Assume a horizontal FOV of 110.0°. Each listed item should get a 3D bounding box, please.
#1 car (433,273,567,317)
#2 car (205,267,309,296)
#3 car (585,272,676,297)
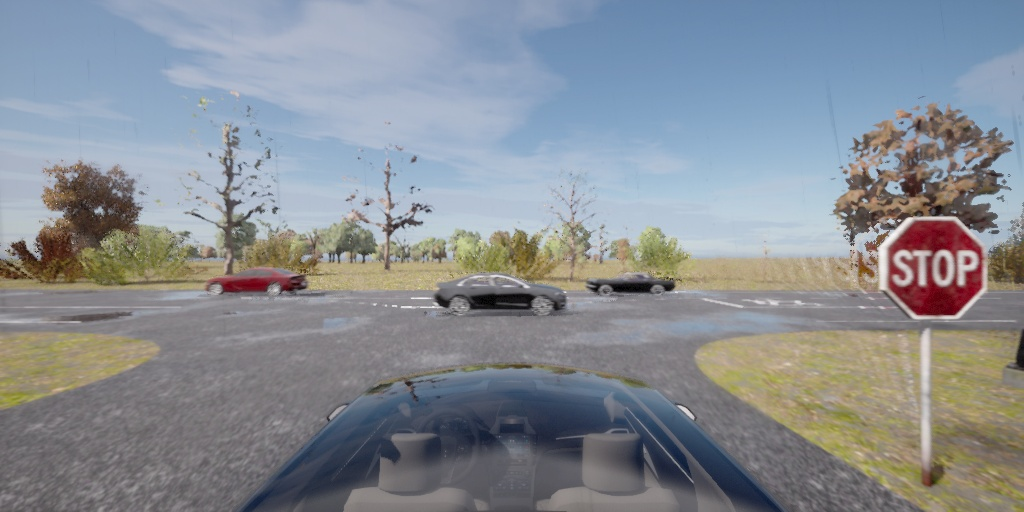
[{"bbox_3d":[-0.443,1.375,13.339,4.902,1.511,2.128,0,-1,-1],"label":"car"},{"bbox_3d":[-14.115,1.390,19.986,5.008,1.535,1.882,0,-1,-2],"label":"car"},{"bbox_3d":[6.653,1.591,20.525,4.718,1.301,1.895,0,-1,-2],"label":"car"}]
